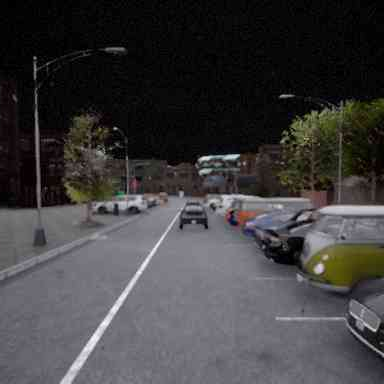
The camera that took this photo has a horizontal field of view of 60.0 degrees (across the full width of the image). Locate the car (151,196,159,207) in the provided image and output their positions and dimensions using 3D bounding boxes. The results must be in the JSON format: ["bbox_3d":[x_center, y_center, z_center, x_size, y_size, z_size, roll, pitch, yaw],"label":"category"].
[{"bbox_3d":[-7.682,1.695,47.953,4.792,1.488,2.163,0,0,0],"label":"car"}]

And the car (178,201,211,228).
[{"bbox_3d":[0.113,1.595,22.916,1.837,1.490,4.892,0,0,0],"label":"car"}]

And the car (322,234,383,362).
[{"bbox_3d":[4.658,1.499,4.413,4.892,1.521,2.231,0,0,0],"label":"car"}]

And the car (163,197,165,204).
[{"bbox_3d":[-7.833,1.696,56.767,5.366,1.575,1.946,0,0,0],"label":"car"}]

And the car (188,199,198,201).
[{"bbox_3d":[0.123,1.664,41.458,1.837,1.490,4.892,0,-1,0],"label":"car"}]

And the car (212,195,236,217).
[{"bbox_3d":[4.693,1.333,26.764,5.566,2.045,2.435,0,0,0],"label":"car"}]

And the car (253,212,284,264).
[{"bbox_3d":[4.650,1.520,10.125,5.008,1.535,2.097,0,0,0],"label":"car"}]

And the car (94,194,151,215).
[{"bbox_3d":[-7.688,1.369,36.201,5.566,2.045,2.435,0,0,0],"label":"car"}]

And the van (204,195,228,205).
[{"bbox_3d":[4.569,1.492,63.077,4.442,1.987,1.878,0,0,0],"label":"van"}]

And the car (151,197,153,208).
[{"bbox_3d":[-7.653,1.682,41.951,4.674,1.452,2.002,0,0,0],"label":"car"}]

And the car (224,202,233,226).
[{"bbox_3d":[4.690,1.592,21.176,4.792,1.488,2.163,0,0,0],"label":"car"}]

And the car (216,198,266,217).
[{"bbox_3d":[4.700,1.480,32.349,4.553,1.767,2.185,0,0,0],"label":"car"}]

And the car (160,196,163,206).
[{"bbox_3d":[-7.656,1.689,53.704,4.892,1.521,2.231,0,0,0],"label":"car"}]

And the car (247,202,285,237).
[{"bbox_3d":[4.687,1.404,12.795,4.553,1.767,2.185,0,0,0],"label":"car"}]

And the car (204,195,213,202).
[{"bbox_3d":[4.648,1.408,46.318,5.566,2.045,2.435,0,0,0],"label":"car"}]

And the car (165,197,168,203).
[{"bbox_3d":[-7.461,1.708,59.706,5.366,1.575,1.946,0,0,0],"label":"car"}]

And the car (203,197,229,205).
[{"bbox_3d":[4.681,1.703,65.885,4.892,1.521,2.231,0,1,0],"label":"car"}]

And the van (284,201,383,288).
[{"bbox_3d":[4.537,1.283,7.207,4.442,1.987,1.878,0,0,0],"label":"van"}]

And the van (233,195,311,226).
[{"bbox_3d":[4.777,1.326,18.381,4.442,1.987,1.878,0,0,0],"label":"van"}]

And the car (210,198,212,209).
[{"bbox_3d":[4.640,1.646,35.144,4.792,1.488,2.163,0,0,0],"label":"car"}]

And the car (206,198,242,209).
[{"bbox_3d":[4.672,1.670,49.111,5.008,1.535,2.097,0,0,0],"label":"car"}]

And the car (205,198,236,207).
[{"bbox_3d":[4.675,1.693,54.823,4.892,1.521,2.231,0,0,0],"label":"car"}]

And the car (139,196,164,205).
[{"bbox_3d":[-7.614,1.592,62.648,4.553,1.767,2.185,0,0,0],"label":"car"}]

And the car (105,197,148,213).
[{"bbox_3d":[-7.626,1.505,39.013,4.553,1.767,2.185,0,0,0],"label":"car"}]

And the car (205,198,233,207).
[{"bbox_3d":[4.685,1.743,57.492,4.674,1.452,2.002,0,0,0],"label":"car"}]

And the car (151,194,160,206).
[{"bbox_3d":[-7.682,1.551,50.891,4.553,1.767,2.185,0,0,0],"label":"car"}]

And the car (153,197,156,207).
[{"bbox_3d":[-7.651,1.694,45.014,4.674,1.452,2.002,0,0,0],"label":"car"}]

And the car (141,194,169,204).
[{"bbox_3d":[-7.613,1.418,68.420,5.566,2.045,2.435,0,1,0],"label":"car"}]

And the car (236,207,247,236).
[{"bbox_3d":[4.656,1.581,15.587,4.674,1.452,2.002,0,0,0],"label":"car"}]
